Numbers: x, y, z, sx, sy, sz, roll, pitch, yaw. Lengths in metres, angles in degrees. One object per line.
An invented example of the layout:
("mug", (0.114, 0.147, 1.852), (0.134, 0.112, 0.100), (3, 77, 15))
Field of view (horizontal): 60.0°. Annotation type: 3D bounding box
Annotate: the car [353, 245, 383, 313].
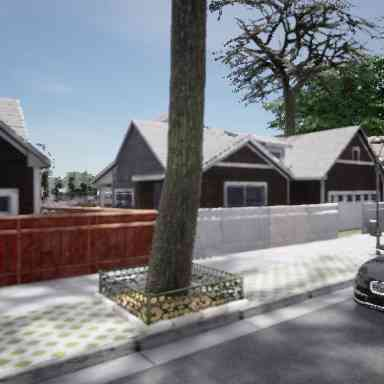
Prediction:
("car", (5.226, 1.501, 6.774), (4.892, 1.490, 1.837), (0, 0, -35))
